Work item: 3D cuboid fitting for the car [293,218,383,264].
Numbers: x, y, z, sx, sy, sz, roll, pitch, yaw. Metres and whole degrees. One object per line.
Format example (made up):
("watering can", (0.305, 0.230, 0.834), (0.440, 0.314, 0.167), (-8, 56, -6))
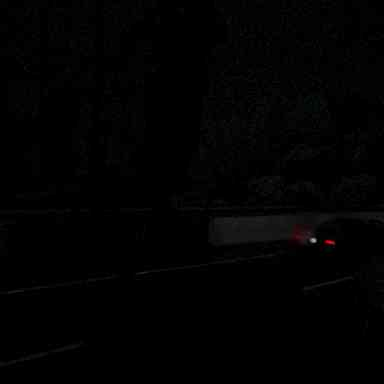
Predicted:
("car", (6.126, 1.672, 12.273), (5.357, 1.411, 2.033), (1, 0, -32))
